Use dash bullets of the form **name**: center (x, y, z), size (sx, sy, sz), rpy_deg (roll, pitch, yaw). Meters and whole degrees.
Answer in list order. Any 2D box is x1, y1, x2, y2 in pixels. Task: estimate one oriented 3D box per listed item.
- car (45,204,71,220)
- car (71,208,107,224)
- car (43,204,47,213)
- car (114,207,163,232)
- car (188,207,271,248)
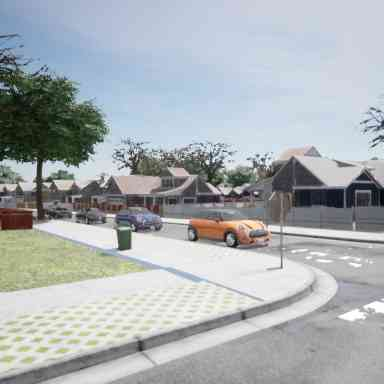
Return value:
- **car**: center (-16.236, 2.582, 41.040), size (1.837, 1.490, 4.892), rpy_deg (0, -1, -38)
- **car**: center (-10.049, 2.338, 32.912), size (1.837, 1.490, 4.892), rpy_deg (0, -1, -37)
- **car**: center (-23.365, 2.757, 54.448), size (2.097, 1.767, 4.553), rpy_deg (0, -1, -41)
- **car**: center (-4.047, 1.931, 24.769), size (2.097, 1.767, 4.553), rpy_deg (0, -1, -36)
- **car**: center (1.741, 1.671, 16.779), size (2.097, 1.767, 4.553), rpy_deg (0, -1, -36)
